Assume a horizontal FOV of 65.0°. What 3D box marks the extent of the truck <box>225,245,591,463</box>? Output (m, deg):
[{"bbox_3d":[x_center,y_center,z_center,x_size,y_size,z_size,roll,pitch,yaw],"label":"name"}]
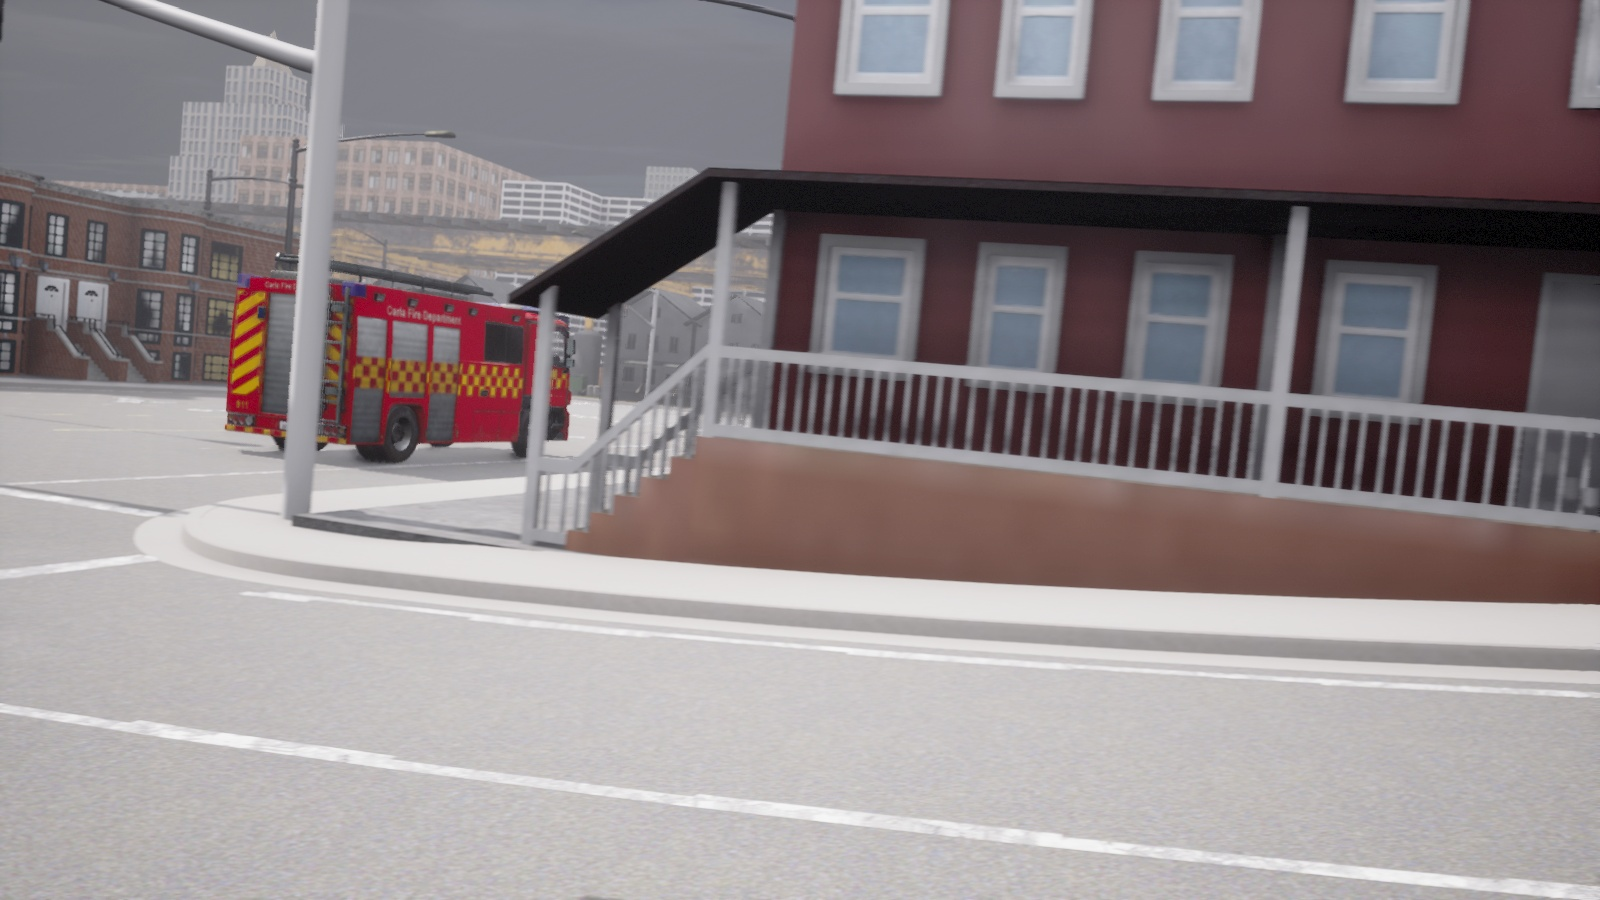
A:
[{"bbox_3d":[-8.062,-1.881,27.415,2.891,3.827,8.468,7,3,19],"label":"truck"}]
